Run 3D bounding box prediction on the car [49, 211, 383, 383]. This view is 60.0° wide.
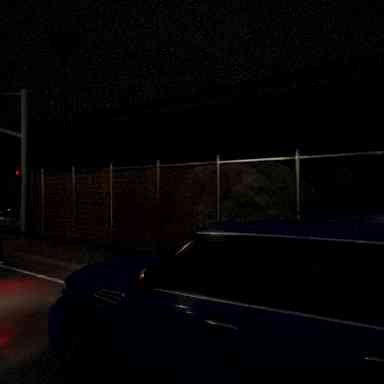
[{"bbox_3d":[0.904,1.221,3.346,5.566,2.045,2.150,0,0,35],"label":"car"}]

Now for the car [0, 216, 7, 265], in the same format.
[{"bbox_3d":[-7.110,1.492,9.063,4.902,1.511,2.128,0,0,33],"label":"car"}]

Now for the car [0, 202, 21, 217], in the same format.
[{"bbox_3d":[-15.829,1.581,31.900,1.812,1.442,4.674,0,0,35],"label":"car"}]
